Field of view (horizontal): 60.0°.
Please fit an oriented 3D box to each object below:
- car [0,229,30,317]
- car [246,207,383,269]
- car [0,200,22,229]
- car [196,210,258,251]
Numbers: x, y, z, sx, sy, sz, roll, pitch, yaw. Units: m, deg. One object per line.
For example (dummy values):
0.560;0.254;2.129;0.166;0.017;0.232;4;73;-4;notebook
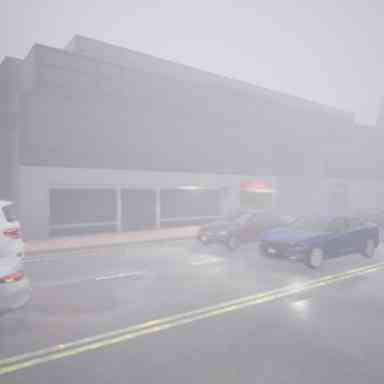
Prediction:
-4.925;1.522;4.771;4.674;1.442;1.812;0;0;-35;car
4.397;1.473;11.303;5.008;1.535;1.882;0;0;-35;car
-6.951;1.215;7.634;5.566;2.045;2.150;0;0;-35;car
2.366;1.519;14.153;4.674;1.442;1.812;0;0;-35;car
